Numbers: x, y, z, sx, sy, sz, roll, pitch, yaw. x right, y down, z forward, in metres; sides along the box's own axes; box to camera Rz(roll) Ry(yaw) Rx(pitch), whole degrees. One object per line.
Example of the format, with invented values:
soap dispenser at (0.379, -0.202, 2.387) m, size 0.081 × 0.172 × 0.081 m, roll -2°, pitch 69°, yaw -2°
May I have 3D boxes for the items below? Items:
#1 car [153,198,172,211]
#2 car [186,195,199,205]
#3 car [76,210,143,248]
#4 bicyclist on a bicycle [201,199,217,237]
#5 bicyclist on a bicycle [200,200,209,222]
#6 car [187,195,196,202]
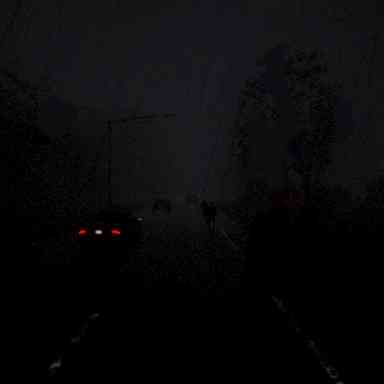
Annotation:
car at (-3.430, 1.411, 38.771) m, size 2.128 × 1.511 × 4.902 m, roll 0°, pitch 0°, yaw 0°
car at (0.059, 1.235, 57.719) m, size 2.097 × 1.767 × 4.553 m, roll 0°, pitch 0°, yaw 0°
car at (-3.413, 1.516, 14.656) m, size 2.033 × 1.411 × 5.357 m, roll 0°, pitch 0°, yaw 0°
bicyclist on a bicycle at (0.954, 1.335, 16.603) m, size 0.659 × 1.776 × 1.843 m, roll 0°, pitch 0°, yaw 0°
bicyclist on a bicycle at (0.948, 1.400, 25.405) m, size 0.582 × 1.620 × 1.656 m, roll 0°, pitch 0°, yaw 0°
car at (-0.051, 1.351, 73.684) m, size 1.837 × 1.490 × 4.892 m, roll 0°, pitch 0°, yaw 0°
